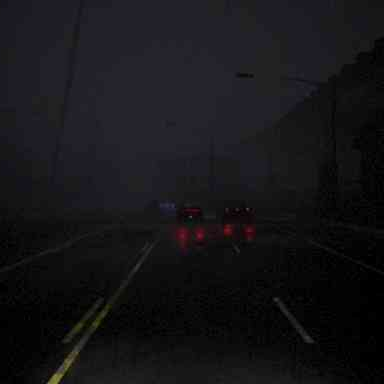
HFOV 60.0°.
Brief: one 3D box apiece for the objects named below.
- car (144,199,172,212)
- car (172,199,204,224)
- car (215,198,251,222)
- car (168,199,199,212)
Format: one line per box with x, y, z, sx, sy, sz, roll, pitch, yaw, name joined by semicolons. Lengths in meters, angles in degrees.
-3.735;1.481;37.307;2.033;1.411;5.357;0;0;-27;car
-0.227;1.448;24.583;2.128;1.511;4.902;0;0;-4;car
3.112;1.305;26.223;2.097;1.767;4.553;0;0;-5;car
-1.076;1.530;39.555;1.895;1.301;4.718;0;0;-27;car
